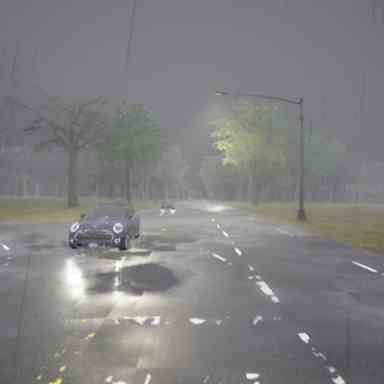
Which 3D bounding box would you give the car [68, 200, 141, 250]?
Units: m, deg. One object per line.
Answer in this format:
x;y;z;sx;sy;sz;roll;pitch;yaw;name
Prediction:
-3.461;1.261;13.963;2.097;1.767;4.553;1;1;0;car

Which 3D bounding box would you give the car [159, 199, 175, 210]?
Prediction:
-3.459;1.766;46.928;1.837;1.490;4.892;0;0;0;car
